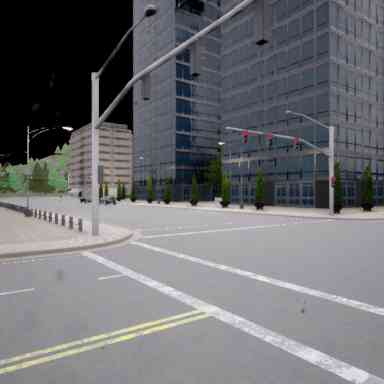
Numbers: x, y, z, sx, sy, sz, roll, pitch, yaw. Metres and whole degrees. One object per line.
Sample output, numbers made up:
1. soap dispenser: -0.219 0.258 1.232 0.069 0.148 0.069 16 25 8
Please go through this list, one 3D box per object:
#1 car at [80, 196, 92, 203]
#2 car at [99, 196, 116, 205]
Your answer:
1. car: -20.624 1.492 65.715 2.033 1.411 5.357 0 0 -33
2. car: -14.656 1.449 57.203 1.837 1.490 4.892 0 0 -35
